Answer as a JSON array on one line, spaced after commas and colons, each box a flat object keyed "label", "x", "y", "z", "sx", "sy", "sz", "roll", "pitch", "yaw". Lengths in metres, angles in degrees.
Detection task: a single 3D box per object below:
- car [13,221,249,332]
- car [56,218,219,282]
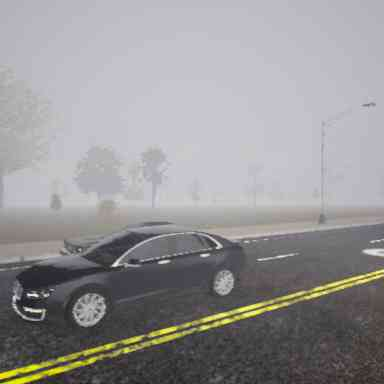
[{"label": "car", "x": -0.975, "y": 1.518, "z": 6.962, "sx": 4.892, "sy": 1.490, "sz": 1.837, "roll": 0, "pitch": 0, "yaw": -35}, {"label": "car", "x": -1.576, "y": 1.623, "z": 10.519, "sx": 4.718, "sy": 1.301, "sz": 1.895, "roll": 0, "pitch": 0, "yaw": -35}]
